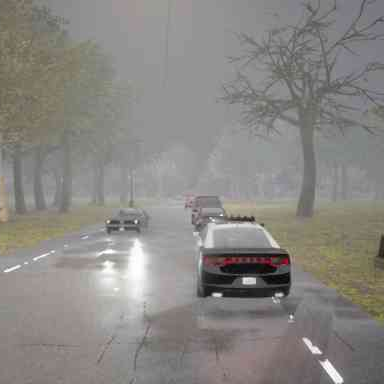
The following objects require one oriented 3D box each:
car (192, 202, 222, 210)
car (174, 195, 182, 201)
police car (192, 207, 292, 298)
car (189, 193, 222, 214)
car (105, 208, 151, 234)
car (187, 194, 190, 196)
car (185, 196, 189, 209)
[{"bbox_3d":[1.049,1.513,18.578,1.837,1.490,4.892,0,0,0],"label":"car"},{"bbox_3d":[-3.501,1.469,83.813,2.097,1.767,4.553,0,0,0],"label":"car"},{"bbox_3d":[1.050,1.428,8.685,1.930,1.638,5.238,0,0,0],"label":"police car"},{"bbox_3d":[1.050,1.235,24.608,2.150,2.045,5.566,0,0,0],"label":"car"},{"bbox_3d":[-3.601,1.608,19.300,1.895,1.301,4.718,0,0,0],"label":"car"},{"bbox_3d":[0.000,1.279,60.139,2.150,2.045,5.566,0,0,0],"label":"car"},{"bbox_3d":[0.014,1.597,45.693,1.994,1.385,4.181,0,0,0],"label":"car"}]
